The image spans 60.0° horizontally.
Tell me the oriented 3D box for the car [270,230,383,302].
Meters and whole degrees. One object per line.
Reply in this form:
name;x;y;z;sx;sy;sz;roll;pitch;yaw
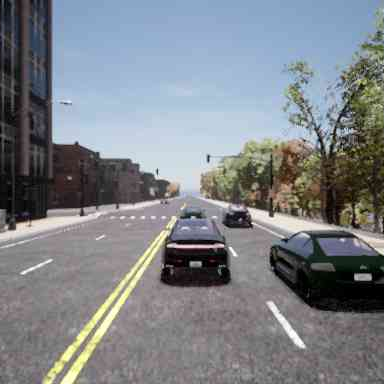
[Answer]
car;3.346;1.648;8.515;1.994;1.385;4.181;0;0;0

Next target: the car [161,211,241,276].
car;0.098;1.597;10.691;2.128;1.511;4.902;0;0;0

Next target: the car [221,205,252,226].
car;3.343;1.737;25.292;2.128;1.511;4.902;0;-1;0

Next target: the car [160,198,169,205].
car;-6.626;2.308;80.160;2.128;1.511;4.902;0;-1;0

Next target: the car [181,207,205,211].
car;0.085;1.813;25.615;1.994;1.385;4.181;0;-1;0
